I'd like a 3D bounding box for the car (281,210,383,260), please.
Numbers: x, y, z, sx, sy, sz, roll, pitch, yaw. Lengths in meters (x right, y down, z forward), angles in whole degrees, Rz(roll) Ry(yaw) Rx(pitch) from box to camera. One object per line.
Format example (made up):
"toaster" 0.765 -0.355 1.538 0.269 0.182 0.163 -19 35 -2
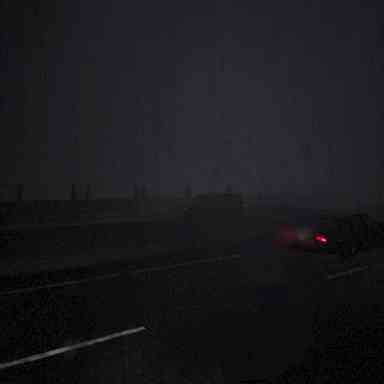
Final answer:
"car" 5.561 1.454 12.011 5.357 1.411 2.033 -1 0 -35

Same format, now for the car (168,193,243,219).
"car" 1.121 1.111 21.986 5.566 2.045 2.150 -1 0 -35

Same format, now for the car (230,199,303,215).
"car" 4.909 1.376 20.388 4.892 1.490 1.837 -1 0 -35
